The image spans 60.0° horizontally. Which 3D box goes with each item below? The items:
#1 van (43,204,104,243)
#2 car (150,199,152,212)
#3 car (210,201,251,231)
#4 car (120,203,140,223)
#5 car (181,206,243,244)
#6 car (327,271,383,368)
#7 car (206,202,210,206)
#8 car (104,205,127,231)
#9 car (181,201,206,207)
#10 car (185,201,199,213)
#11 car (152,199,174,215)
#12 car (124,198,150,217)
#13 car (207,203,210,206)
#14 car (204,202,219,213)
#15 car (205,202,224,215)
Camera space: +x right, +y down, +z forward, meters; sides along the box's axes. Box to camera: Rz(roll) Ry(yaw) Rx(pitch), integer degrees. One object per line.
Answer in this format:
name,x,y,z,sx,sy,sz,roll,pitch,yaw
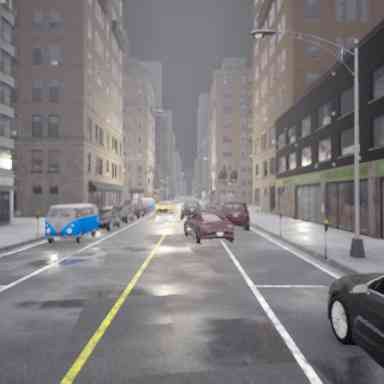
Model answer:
van,-5.892,1.497,16.601,1.690,1.788,3.998,0,-1,0
car,-5.943,1.903,38.943,1.887,1.381,4.507,0,-1,0
car,2.621,1.522,22.213,2.192,1.841,5.009,0,-1,0
car,-5.917,1.823,27.771,1.947,1.339,4.313,0,-1,0
car,0.790,1.683,16.866,1.812,1.442,4.674,0,0,-11
car,3.139,1.539,3.601,1.837,1.490,4.892,0,-1,0
car,2.595,1.873,33.380,1.947,1.339,4.313,0,-1,0
car,-5.904,1.773,22.185,1.947,1.339,4.313,0,-1,0
car,0.010,1.650,32.267,2.097,1.767,4.553,0,0,0
car,-0.026,1.937,44.849,1.812,1.442,4.674,0,-1,0
car,-3.165,1.834,38.798,1.882,1.535,5.008,0,-1,0
car,-5.929,1.623,33.358,2.192,1.841,5.009,0,-1,0
car,2.608,1.808,27.796,2.008,1.369,4.403,0,-1,0
car,2.569,1.990,44.549,1.802,1.307,4.206,0,-1,0
car,2.583,1.924,38.965,1.947,1.339,4.313,0,-1,0
